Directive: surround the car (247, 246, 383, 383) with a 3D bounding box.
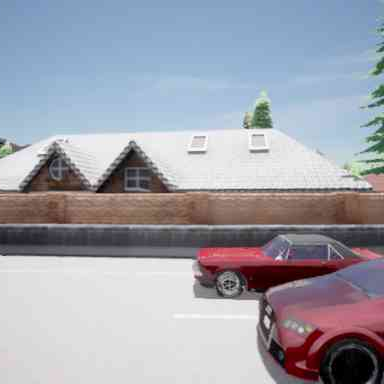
[{"bbox_3d":[3.044,1.633,4.628,4.181,1.385,1.994,0,-1,1],"label":"car"}]

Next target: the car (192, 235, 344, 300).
[{"bbox_3d":[2.366,1.725,8.114,4.718,1.301,1.895,0,-1,2],"label":"car"}]
